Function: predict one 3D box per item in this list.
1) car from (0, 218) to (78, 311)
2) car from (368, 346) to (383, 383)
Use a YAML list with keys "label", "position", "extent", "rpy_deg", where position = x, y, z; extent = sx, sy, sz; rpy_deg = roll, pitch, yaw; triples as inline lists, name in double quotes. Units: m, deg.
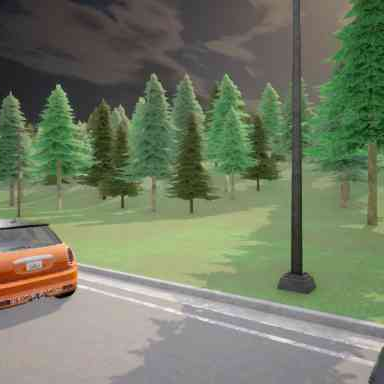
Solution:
- label: "car"
  position: [-4.586, 1.352, 7.265]
  extent: [4.553, 1.767, 2.097]
  rpy_deg: [0, 0, 36]
- label: "car"
  position: [3.678, 1.548, 1.375]
  extent: [5.357, 1.411, 2.033]
  rpy_deg: [0, 0, 35]
